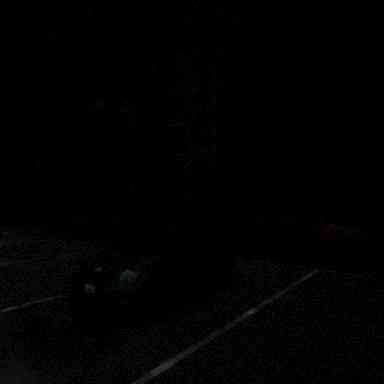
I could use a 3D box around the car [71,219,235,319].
[{"bbox_3d":[-0.649,1.451,7.453,1.851,1.617,3.988,0,0,35],"label":"car"}]
